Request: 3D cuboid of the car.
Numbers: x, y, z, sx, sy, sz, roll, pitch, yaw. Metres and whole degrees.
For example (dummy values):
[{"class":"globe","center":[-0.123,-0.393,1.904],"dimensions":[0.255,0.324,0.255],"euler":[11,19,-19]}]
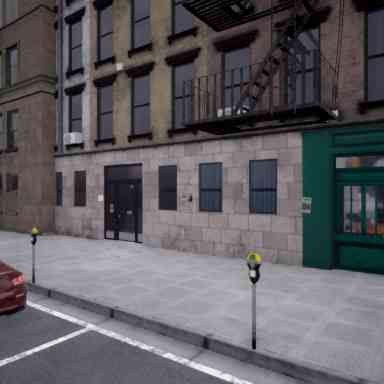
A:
[{"class":"car","center":[-4.703,1.583,6.199],"dimensions":[4.206,1.307,1.802],"euler":[0,0,36]}]
